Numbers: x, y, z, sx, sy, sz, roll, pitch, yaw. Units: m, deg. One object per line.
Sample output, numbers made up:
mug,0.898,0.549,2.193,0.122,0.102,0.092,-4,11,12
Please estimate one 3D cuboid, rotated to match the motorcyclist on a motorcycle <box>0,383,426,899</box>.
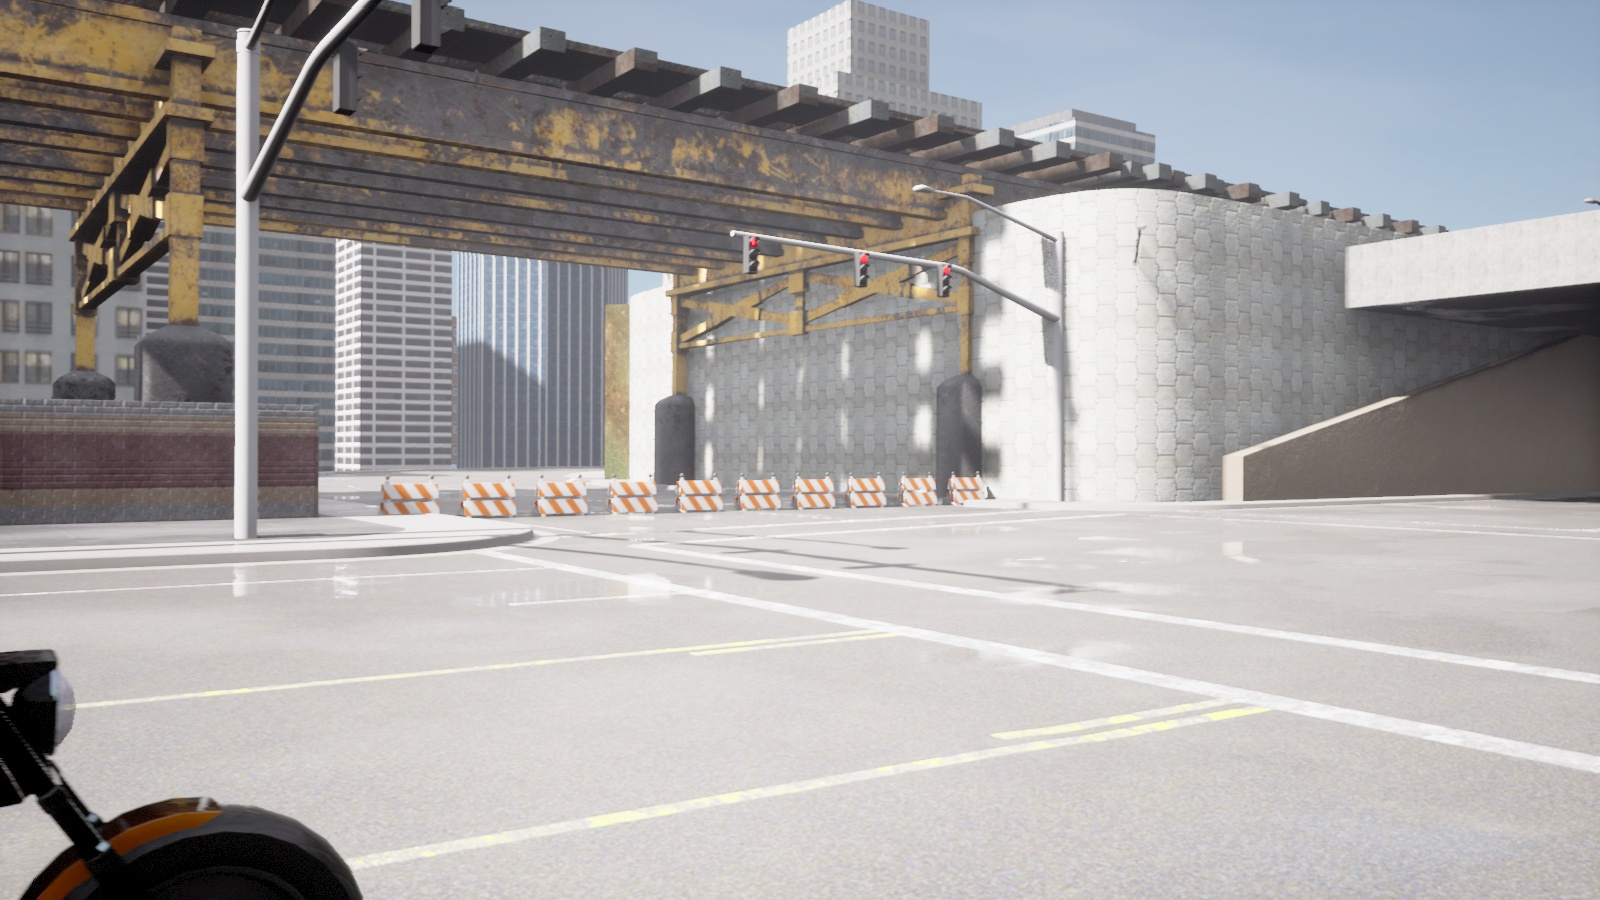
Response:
motorcyclist on a motorcycle,-1.983,0.704,2.313,2.350,1.649,0.766,1,0,-34
